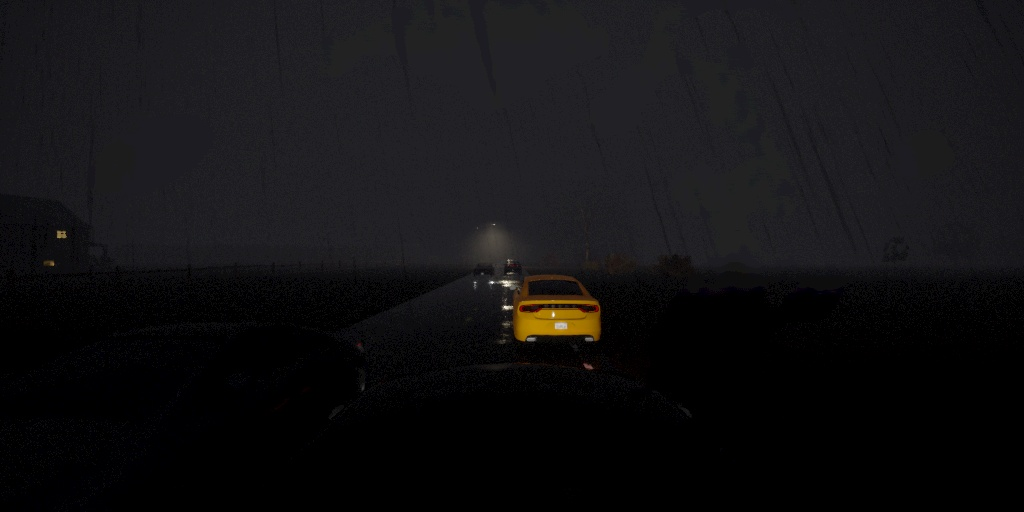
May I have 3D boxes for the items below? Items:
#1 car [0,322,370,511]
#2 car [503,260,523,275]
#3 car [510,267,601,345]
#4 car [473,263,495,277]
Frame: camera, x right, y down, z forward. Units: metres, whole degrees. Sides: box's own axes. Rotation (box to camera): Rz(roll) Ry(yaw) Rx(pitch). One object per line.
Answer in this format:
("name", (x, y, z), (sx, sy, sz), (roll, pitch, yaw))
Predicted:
("car", (-2.849, 1.314, 3.014), (1.994, 1.385, 4.181), (0, 0, 0))
("car", (0.098, 1.236, 39.195), (2.128, 1.511, 4.902), (0, 0, 0))
("car", (0.966, 1.227, 9.533), (1.882, 1.535, 5.008), (0, 0, 0))
("car", (-2.738, 1.346, 35.269), (1.895, 1.301, 4.718), (0, 0, 0))
